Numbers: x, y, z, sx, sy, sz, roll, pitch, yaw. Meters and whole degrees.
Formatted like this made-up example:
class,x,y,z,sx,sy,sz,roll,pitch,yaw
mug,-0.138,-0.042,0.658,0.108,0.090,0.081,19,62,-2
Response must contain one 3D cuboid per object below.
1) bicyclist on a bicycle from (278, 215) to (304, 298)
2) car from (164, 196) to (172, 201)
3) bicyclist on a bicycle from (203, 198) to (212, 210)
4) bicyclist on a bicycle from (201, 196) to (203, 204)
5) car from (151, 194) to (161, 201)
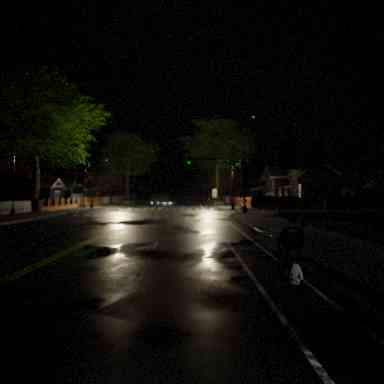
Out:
class,x,y,z,sx,sy,sz,roll,pitch,yaw
bicyclist on a bicycle,2.259,1.412,7.740,0.659,1.776,1.843,0,0,0
car,-6.402,1.636,89.014,1.895,1.301,4.718,0,0,0
bicyclist on a bicycle,2.307,1.668,45.874,0.866,1.612,1.509,0,0,0
bicyclist on a bicycle,2.331,1.813,73.474,0.582,1.620,1.656,0,-1,0
car,-9.651,1.396,89.078,2.097,1.767,4.553,0,0,0
